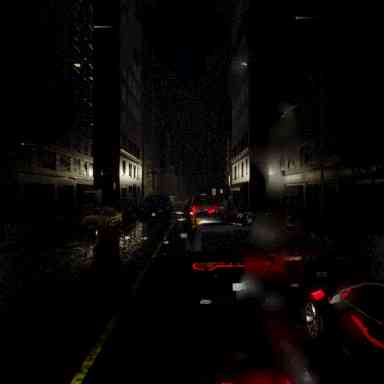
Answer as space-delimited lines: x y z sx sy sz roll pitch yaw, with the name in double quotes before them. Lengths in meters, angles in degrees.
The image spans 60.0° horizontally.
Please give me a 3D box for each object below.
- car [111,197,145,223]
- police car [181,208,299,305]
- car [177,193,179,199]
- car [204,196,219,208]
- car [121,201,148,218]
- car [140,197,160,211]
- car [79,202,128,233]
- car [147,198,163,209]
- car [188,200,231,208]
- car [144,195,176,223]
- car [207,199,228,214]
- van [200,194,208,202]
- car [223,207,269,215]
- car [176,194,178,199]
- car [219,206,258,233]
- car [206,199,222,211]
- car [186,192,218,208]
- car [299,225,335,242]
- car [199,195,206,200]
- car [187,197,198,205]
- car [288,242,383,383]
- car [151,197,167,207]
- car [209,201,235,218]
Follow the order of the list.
"car" -5.323 1.320 25.599 2.192 1.841 5.009 0 0 0
"police car" 0.747 1.426 8.298 1.930 1.638 5.238 0 0 -2
"car" -5.166 1.564 85.954 1.887 1.381 4.507 0 0 0
"car" 2.760 1.452 47.660 1.967 1.590 4.097 0 0 0
"car" -5.308 1.589 31.117 1.802 1.307 4.206 0 0 0
"car" -5.280 1.450 42.155 1.967 1.590 4.097 0 0 0
"car" -5.333 1.529 19.912 1.752 1.417 4.829 0 0 0
"car" -5.266 1.537 47.502 1.752 1.417 4.829 0 0 0
"car" 0.855 1.460 18.405 1.801 1.575 5.366 0 0 0
"car" -2.681 1.227 26.015 2.150 2.045 5.566 0 0 0
"car" 2.731 1.559 36.622 2.008 1.369 4.403 0 0 0
"van" 2.844 1.360 80.260 1.690 1.788 3.998 0 0 0
"car" 2.674 1.553 14.546 2.008 1.369 4.403 0 0 0
"car" -5.181 1.569 80.272 2.008 1.369 4.403 0 0 0
"car" 2.688 1.586 20.066 1.802 1.307 4.206 0 0 0
"car" 2.745 1.592 42.141 1.802 1.307 4.206 0 0 0
"car" 0.887 1.230 24.242 2.150 2.045 5.566 0 0 0
"car" 2.660 1.546 9.027 1.887 1.381 4.507 0 0 0
"car" 2.874 1.603 91.622 1.802 1.307 4.206 0 0 0
"car" 0.152 1.615 58.945 1.895 1.301 4.718 0 0 0
"car" 2.645 1.566 3.509 1.947 1.339 4.313 0 0 0
"car" -5.251 1.564 53.191 2.008 1.369 4.403 0 0 0
"car" 2.717 1.558 31.104 2.008 1.369 4.403 0 0 0
